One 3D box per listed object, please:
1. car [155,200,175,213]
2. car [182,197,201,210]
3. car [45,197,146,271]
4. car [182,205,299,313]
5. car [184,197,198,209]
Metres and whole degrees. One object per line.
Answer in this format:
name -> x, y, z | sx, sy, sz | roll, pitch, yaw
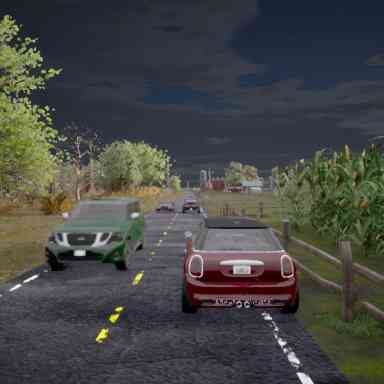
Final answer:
car -> -2.900, 1.541, 36.843 | 1.994, 1.385, 4.181 | 0, 0, 0
car -> -0.072, 1.483, 36.001 | 1.837, 1.490, 4.892 | 0, 0, 0
car -> -2.895, 1.219, 11.314 | 2.150, 2.045, 5.566 | 0, 0, 0
car -> 0.871, 1.350, 7.808 | 2.097, 1.767, 4.553 | 0, 0, 0
car -> -0.124, 1.468, 45.911 | 1.837, 1.490, 4.892 | 0, 0, 0
